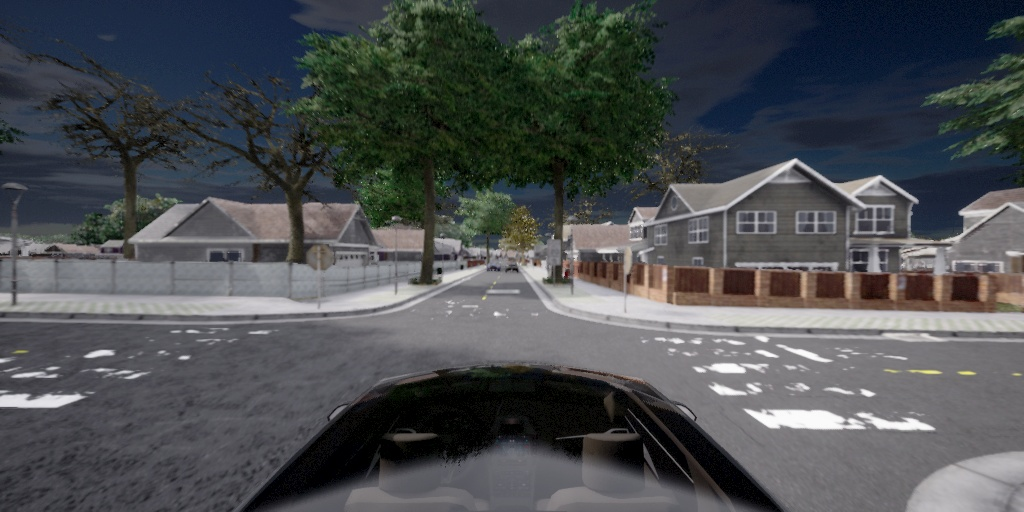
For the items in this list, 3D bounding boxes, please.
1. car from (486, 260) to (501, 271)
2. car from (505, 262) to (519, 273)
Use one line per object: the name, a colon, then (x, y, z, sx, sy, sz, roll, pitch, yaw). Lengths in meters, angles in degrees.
car: (-2.760, 1.447, 54.998, 2.097, 1.767, 4.553, 0, 0, 0)
car: (-0.009, 1.561, 49.937, 1.837, 1.490, 4.892, 0, 0, 0)
